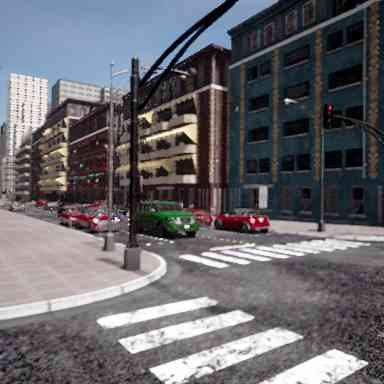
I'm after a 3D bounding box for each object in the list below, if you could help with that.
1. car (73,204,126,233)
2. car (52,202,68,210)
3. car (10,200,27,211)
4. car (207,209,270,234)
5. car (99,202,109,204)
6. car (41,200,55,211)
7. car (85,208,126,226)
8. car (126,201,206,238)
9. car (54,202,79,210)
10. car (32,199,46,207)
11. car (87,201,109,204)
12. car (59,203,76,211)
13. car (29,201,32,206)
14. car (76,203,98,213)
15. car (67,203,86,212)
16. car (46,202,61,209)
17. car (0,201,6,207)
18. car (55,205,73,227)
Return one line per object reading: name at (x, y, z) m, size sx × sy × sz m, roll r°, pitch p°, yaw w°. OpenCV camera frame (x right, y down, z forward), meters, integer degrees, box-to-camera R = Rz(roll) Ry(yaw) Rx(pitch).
car at (-6.371, 1.814, 22.626) m, size 1.967 × 1.590 × 4.097 m, roll 0°, pitch -1°, yaw -35°
car at (-25.289, 2.643, 63.567) m, size 1.947 × 1.339 × 4.313 m, roll 0°, pitch -1°, yaw -35°
car at (-28.572, 2.329, 54.496) m, size 1.967 × 1.590 × 4.097 m, roll 0°, pitch -1°, yaw -35°
car at (3.261, 1.856, 22.599) m, size 1.967 × 1.590 × 4.097 m, roll 0°, pitch -1°, yaw -35°
car at (-9.432, 2.277, 40.804) m, size 1.947 × 1.339 × 4.313 m, roll 0°, pitch -1°, yaw -35°
car at (-24.430, 2.576, 58.032) m, size 1.895 × 1.301 × 4.718 m, roll 1°, pitch -1°, yaw -35°
car at (-7.567, 2.086, 28.677) m, size 1.895 × 1.301 × 4.718 m, roll 1°, pitch -1°, yaw -35°
car at (-1.775, 1.573, 20.403) m, size 2.150 × 2.045 × 5.566 m, roll 1°, pitch -1°, yaw -33°
car at (-13.866, 2.196, 37.744) m, size 1.994 × 1.385 × 4.181 m, roll 1°, pitch -1°, yaw -35°
car at (-34.806, 2.610, 77.229) m, size 2.192 × 1.841 × 5.009 m, roll 0°, pitch -1°, yaw -35°
car at (-12.605, 2.100, 45.360) m, size 2.192 × 1.841 × 5.009 m, roll 0°, pitch -1°, yaw -35°
car at (-22.118, 2.586, 59.015) m, size 1.802 × 1.307 × 4.206 m, roll 0°, pitch -1°, yaw -35°
car at (-41.244, 2.967, 86.471) m, size 1.752 × 1.417 × 4.829 m, roll 0°, pitch -1°, yaw -35°
car at (-15.775, 2.409, 49.909) m, size 2.008 × 1.369 × 4.403 m, roll 0°, pitch -1°, yaw -35°
car at (-18.946, 2.513, 54.462) m, size 1.802 × 1.307 × 4.206 m, roll 0°, pitch -1°, yaw -35°
car at (-28.461, 2.700, 68.120) m, size 2.008 × 1.369 × 4.403 m, roll 0°, pitch -1°, yaw -35°
car at (-44.333, 2.775, 77.120) m, size 1.752 × 1.417 × 4.829 m, roll 0°, pitch -1°, yaw -35°
car at (-9.542, 2.030, 27.178) m, size 1.802 × 1.307 × 4.206 m, roll 0°, pitch -1°, yaw -35°
